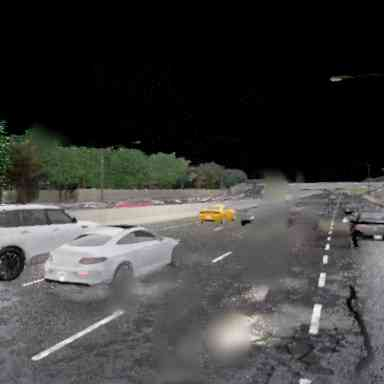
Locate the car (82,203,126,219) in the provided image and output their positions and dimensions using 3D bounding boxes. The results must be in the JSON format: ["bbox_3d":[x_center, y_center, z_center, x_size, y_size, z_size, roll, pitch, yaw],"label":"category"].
[{"bbox_3d":[-9.473,1.972,36.175,1.882,1.535,5.008,-1,-1,24],"label":"car"}]

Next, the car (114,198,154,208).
[{"bbox_3d":[-6.037,1.681,35.303,2.150,2.045,5.566,-1,-1,24],"label":"car"}]

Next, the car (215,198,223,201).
[{"bbox_3d":[6.665,2.272,80.618,2.128,1.511,4.902,-1,0,24],"label":"car"}]

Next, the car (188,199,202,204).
[{"bbox_3d":[0.721,2.277,75.966,2.128,1.511,4.902,-1,0,24],"label":"car"}]

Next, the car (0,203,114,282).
[{"bbox_3d":[-5.181,1.393,10.648,2.150,2.045,5.566,-1,-1,24],"label":"car"}]

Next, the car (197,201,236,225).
[{"bbox_3d":[2.240,1.781,27.563,1.882,1.535,5.008,-1,-1,24],"label":"car"}]

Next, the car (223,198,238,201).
[{"bbox_3d":[9.853,2.230,79.173,2.128,1.511,4.902,-1,0,24],"label":"car"}]

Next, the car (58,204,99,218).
[{"bbox_3d":[-12.713,2.100,37.495,1.994,1.385,4.181,-1,-1,24],"label":"car"}]

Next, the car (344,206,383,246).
[{"bbox_3d":[8.425,1.610,15.543,2.128,1.511,4.902,-1,-1,24],"label":"car"}]

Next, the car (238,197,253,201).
[{"bbox_3d":[13.051,2.019,77.756,2.097,1.767,4.553,-1,0,24],"label":"car"}]

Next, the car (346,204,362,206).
[{"bbox_3d":[17.013,1.866,35.008,1.895,1.301,4.718,-1,-1,24],"label":"car"}]

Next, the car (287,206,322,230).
[{"bbox_3d":[7.633,1.712,22.693,1.837,1.490,4.892,-1,-1,24],"label":"car"}]

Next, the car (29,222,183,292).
[{"bbox_3d":[-1.909,1.656,9.383,1.812,1.442,4.674,-1,-1,24],"label":"car"}]

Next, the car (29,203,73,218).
[{"bbox_3d":[-16.140,2.099,38.403,1.812,1.442,4.674,-1,-1,24],"label":"car"}]

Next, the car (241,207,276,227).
[{"bbox_3d":[5.154,1.821,25.493,1.994,1.385,4.181,-1,-1,24],"label":"car"}]
